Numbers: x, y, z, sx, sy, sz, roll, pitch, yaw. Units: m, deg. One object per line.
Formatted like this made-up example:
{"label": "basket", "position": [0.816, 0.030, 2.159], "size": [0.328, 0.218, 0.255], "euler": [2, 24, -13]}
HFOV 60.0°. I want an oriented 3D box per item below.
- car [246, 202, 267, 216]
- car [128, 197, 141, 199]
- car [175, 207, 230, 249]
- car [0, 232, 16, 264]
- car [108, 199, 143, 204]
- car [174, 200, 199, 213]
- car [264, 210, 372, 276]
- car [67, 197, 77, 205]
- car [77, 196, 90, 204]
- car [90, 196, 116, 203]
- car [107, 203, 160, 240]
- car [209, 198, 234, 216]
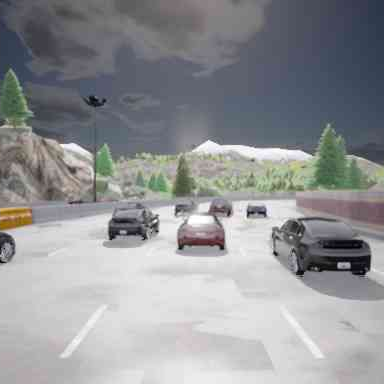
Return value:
{"label": "car", "position": [6.284, 1.670, 32.362], "size": [1.895, 1.301, 4.718], "euler": [0, 0, 11]}
{"label": "car", "position": [-9.632, 1.594, 54.547], "size": [1.882, 1.535, 5.008], "euler": [0, 0, 19]}
{"label": "car", "position": [0.461, 1.596, 14.720], "size": [1.994, 1.385, 4.181], "euler": [0, 0, 3]}
{"label": "car", "position": [-6.799, 1.526, 9.080], "size": [1.837, 1.490, 4.892], "euler": [0, 0, 1]}
{"label": "car", "position": [-5.054, 1.609, 28.692], "size": [2.033, 1.411, 5.357], "euler": [0, 0, 9]}
{"label": "car", "position": [-0.489, 1.578, 33.987], "size": [1.837, 1.490, 4.892], "euler": [0, 0, 11]}
{"label": "car", "position": [3.742, 1.528, 10.435], "size": [1.837, 1.490, 4.892], "euler": [0, 0, 2]}
{"label": "car", "position": [-19.562, 1.602, 57.932], "size": [1.882, 1.535, 5.008], "euler": [0, 0, 19]}
{"label": "car", "position": [-16.568, 1.471, 55.807], "size": [2.097, 1.767, 4.553], "euler": [0, 0, 18]}
{"label": "car", "position": [-13.703, 1.592, 53.295], "size": [1.882, 1.535, 5.008], "euler": [0, 0, 18]}
{"label": "car", "position": [-2.865, 1.542, 17.152], "size": [1.837, 1.490, 4.892], "euler": [0, 0, 4]}
{"label": "car", "position": [3.020, 1.424, 33.627], "size": [2.097, 1.767, 4.553], "euler": [0, 0, 11]}
